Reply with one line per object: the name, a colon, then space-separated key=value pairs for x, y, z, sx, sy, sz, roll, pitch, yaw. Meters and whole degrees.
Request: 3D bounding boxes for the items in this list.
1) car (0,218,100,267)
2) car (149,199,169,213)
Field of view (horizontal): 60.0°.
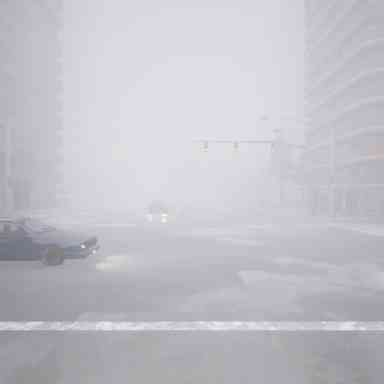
car: x=-5.836 y=1.551 z=10.763 sx=5.357 sy=1.411 sz=2.033 roll=0 pitch=0 yaw=0
car: x=-3.624 y=1.515 z=36.928 sx=1.837 sy=1.490 sz=4.892 roll=0 pitch=0 yaw=0
